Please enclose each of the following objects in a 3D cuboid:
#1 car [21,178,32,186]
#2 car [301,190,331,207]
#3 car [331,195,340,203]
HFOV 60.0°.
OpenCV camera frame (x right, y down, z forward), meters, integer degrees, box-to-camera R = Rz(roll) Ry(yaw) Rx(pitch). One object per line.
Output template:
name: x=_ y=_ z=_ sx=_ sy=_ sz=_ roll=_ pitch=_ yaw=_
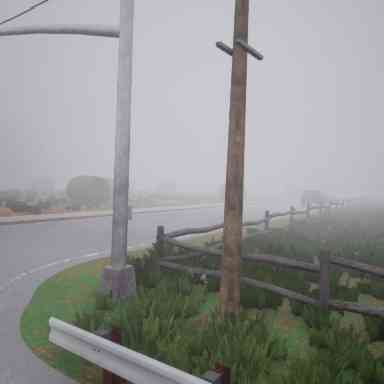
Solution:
car: x=-39.164 y=-2.324 z=79.241 sx=1.905 sy=1.878 sz=3.866 roll=8 pitch=2 yaw=-13
car: x=15.418 y=0.811 z=41.827 sx=2.150 sy=2.045 sz=5.566 roll=3 pitch=2 yaw=34
car: x=21.172 y=1.133 z=50.723 sx=1.994 sy=1.385 sz=4.181 roll=3 pitch=2 yaw=33
